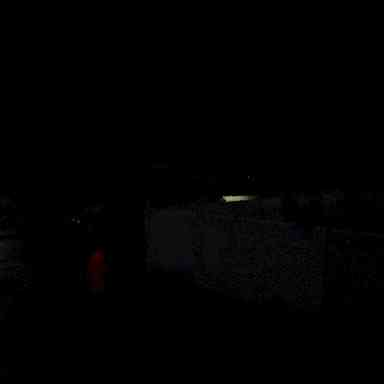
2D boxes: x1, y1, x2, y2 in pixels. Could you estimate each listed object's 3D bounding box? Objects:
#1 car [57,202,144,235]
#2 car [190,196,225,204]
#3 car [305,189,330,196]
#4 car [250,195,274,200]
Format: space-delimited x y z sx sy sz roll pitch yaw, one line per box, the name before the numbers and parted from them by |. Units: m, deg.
car | -4.822 1.341 18.055 1.882 1.535 5.008 -2 -1 36
car | 1.091 1.091 26.139 2.097 1.767 4.553 -2 -1 34
car | 15.567 0.626 40.928 2.150 2.045 5.566 -2 -1 36
car | 7.269 1.092 34.551 1.882 1.535 5.008 -2 -1 36
